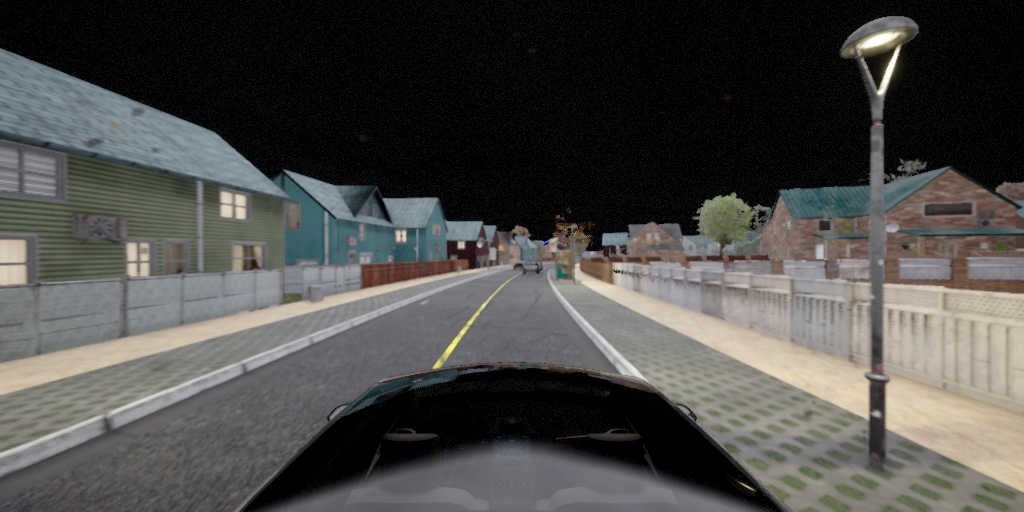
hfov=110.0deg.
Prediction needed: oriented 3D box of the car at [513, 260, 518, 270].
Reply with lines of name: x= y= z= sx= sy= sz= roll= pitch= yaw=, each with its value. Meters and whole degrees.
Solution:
car: x=1.244 y=1.355 z=55.006 sx=2.033 sy=1.411 sz=5.357 roll=0 pitch=0 yaw=4

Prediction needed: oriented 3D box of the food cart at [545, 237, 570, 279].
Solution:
food cart: x=4.244 y=0.258 z=30.882 sx=2.280 sy=3.560 sz=4.660 roll=0 pitch=0 yaw=5

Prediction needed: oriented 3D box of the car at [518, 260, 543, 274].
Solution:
car: x=2.252 y=1.290 z=41.048 sx=2.128 sy=1.511 sz=4.902 roll=0 pitch=0 yaw=7
